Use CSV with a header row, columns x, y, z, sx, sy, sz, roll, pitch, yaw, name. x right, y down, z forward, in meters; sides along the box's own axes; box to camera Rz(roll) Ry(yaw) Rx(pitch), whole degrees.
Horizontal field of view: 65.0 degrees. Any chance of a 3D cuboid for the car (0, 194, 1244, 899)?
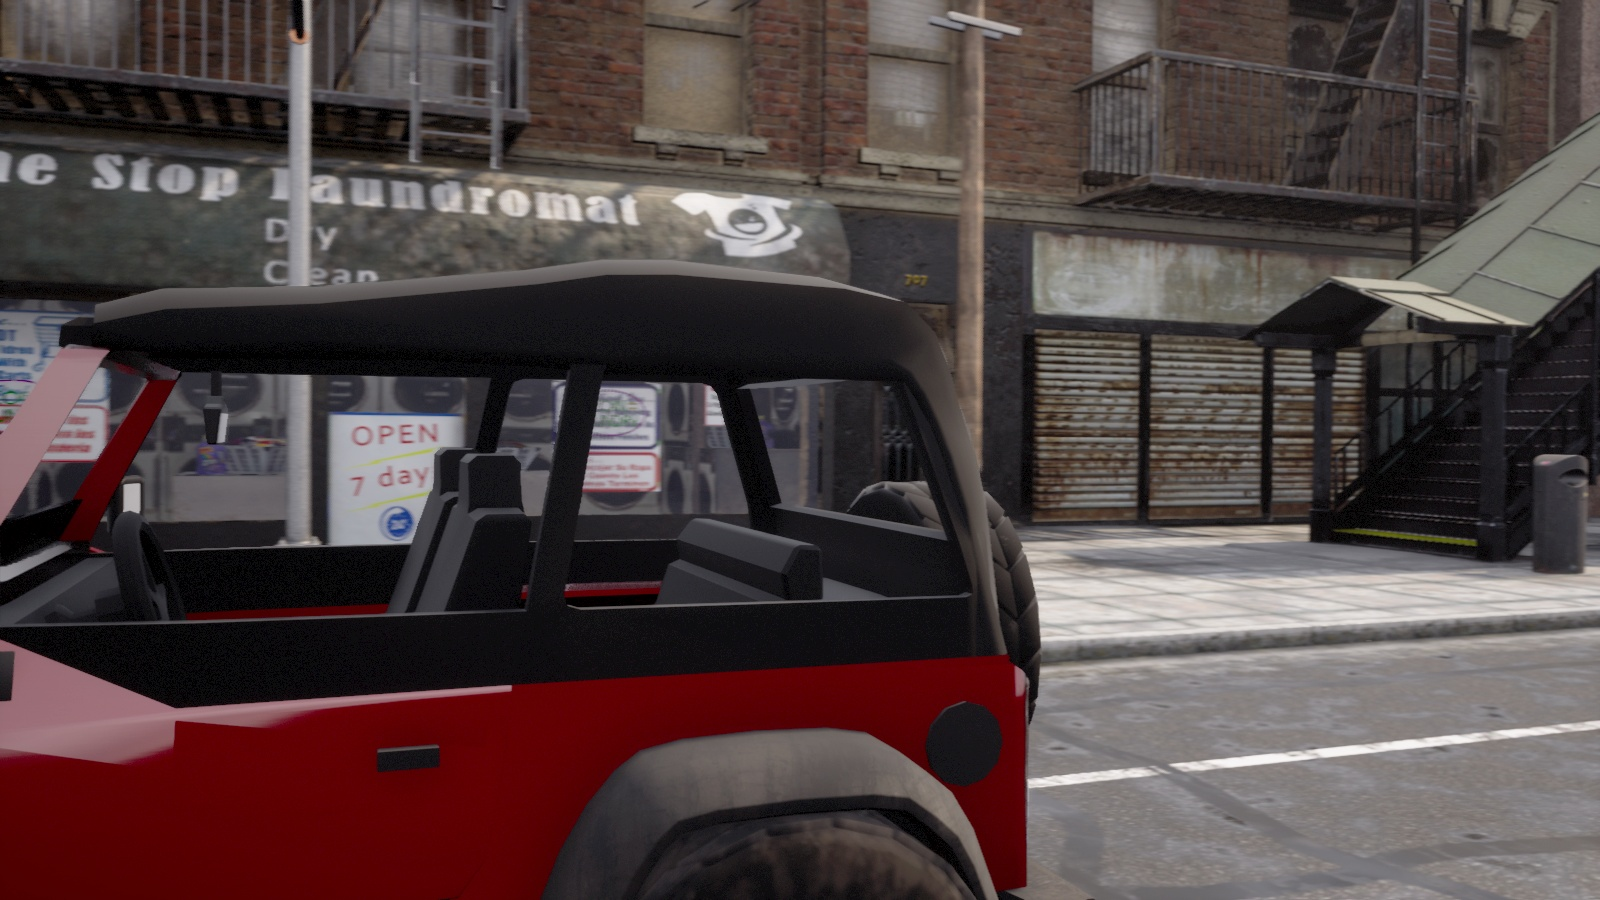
x,y,z,sx,sy,sz,roll,pitch,yaw,name
-1.243,0.562,2.765,3.866,1.878,1.905,-1,1,-21,car
